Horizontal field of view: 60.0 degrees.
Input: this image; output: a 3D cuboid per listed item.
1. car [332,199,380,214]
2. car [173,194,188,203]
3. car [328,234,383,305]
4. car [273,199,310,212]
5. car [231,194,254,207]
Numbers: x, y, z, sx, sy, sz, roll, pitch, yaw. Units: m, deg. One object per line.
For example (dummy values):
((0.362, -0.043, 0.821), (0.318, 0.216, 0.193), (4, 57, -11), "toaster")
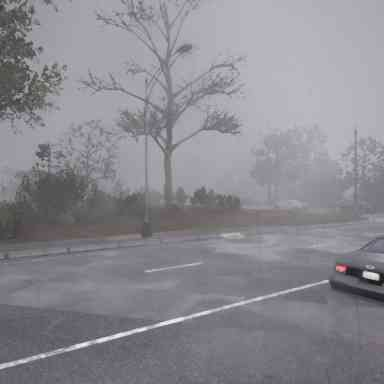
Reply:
((17.278, 1.500, 35.287), (1.837, 1.490, 4.892), (0, 0, -30), "car")
((-2.801, 1.469, 68.727), (2.150, 2.045, 5.566), (0, -1, -23), "car")
((5.275, 1.546, 7.384), (5.357, 1.411, 2.033), (0, 0, -34), "car")
((11.428, 1.529, 38.618), (1.812, 1.442, 4.674), (0, 0, -29), "car")
((7.672, 1.294, 53.472), (2.150, 2.045, 5.566), (0, 0, -26), "car")
